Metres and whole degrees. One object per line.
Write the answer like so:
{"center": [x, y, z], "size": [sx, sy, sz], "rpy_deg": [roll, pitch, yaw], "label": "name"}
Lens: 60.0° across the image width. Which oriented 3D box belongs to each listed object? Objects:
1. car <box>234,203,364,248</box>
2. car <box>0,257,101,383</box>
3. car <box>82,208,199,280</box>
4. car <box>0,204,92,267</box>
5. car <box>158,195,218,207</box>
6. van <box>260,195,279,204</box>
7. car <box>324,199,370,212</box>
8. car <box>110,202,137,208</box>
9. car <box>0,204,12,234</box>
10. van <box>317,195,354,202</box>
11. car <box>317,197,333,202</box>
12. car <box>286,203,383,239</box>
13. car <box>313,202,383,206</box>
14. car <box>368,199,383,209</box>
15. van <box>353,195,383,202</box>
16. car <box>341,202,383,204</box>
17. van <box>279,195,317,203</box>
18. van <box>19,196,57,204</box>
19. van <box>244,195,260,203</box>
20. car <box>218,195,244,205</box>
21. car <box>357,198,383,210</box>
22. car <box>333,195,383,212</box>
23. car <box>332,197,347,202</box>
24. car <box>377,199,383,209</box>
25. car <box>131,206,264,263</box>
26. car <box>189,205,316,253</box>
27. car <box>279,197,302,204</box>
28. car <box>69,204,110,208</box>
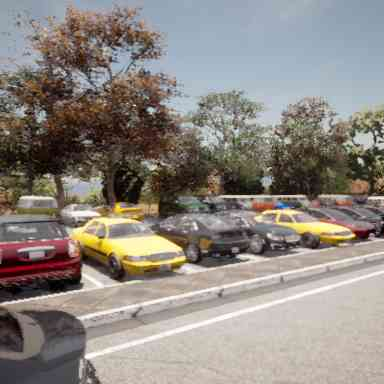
{"center": [4.566, 1.519, 15.218], "size": [1.946, 1.575, 5.366], "rpy_deg": [0, 0, -35], "label": "car"}
{"center": [-2.933, 1.507, 1.593], "size": [4.892, 1.490, 1.837], "rpy_deg": [0, 0, -36], "label": "car"}
{"center": [-2.222, 1.500, 10.392], "size": [1.946, 1.575, 5.366], "rpy_deg": [0, 0, -35], "label": "car"}
{"center": [-4.573, 1.371, 8.909], "size": [2.185, 1.767, 4.553], "rpy_deg": [0, 0, -35], "label": "car"}
{"center": [-0.768, 1.276, 27.668], "size": [2.435, 2.045, 5.566], "rpy_deg": [0, 0, -35], "label": "car"}
{"center": [5.921, 1.321, 32.601], "size": [1.878, 1.987, 4.442], "rpy_deg": [0, 0, -35], "label": "van"}
{"center": [19.542, 1.677, 42.110], "size": [2.163, 1.488, 4.792], "rpy_deg": [1, 0, -35], "label": "car"}
{"center": [-5.298, 1.514, 24.475], "size": [2.097, 1.535, 5.008], "rpy_deg": [0, 0, -35], "label": "car"}
{"center": [-12.072, 1.535, 19.662], "size": [2.002, 1.452, 4.674], "rpy_deg": [0, 0, -35], "label": "car"}
{"center": [17.101, 1.392, 40.552], "size": [1.878, 1.987, 4.442], "rpy_deg": [1, 0, -35], "label": "van"}
{"center": [12.741, 1.605, 37.344], "size": [2.163, 1.488, 4.792], "rpy_deg": [0, 0, -35], "label": "car"}
{"center": [6.738, 1.559, 16.954], "size": [2.163, 1.488, 4.792], "rpy_deg": [0, 0, -35], "label": "car"}
{"center": [9.000, 1.565, 18.563], "size": [2.163, 1.488, 4.792], "rpy_deg": [0, 0, -35], "label": "car"}
{"center": [28.555, 1.810, 48.550], "size": [2.002, 1.452, 4.674], "rpy_deg": [1, 0, -35], "label": "car"}
{"center": [13.441, 1.323, 21.900], "size": [1.878, 1.987, 4.442], "rpy_deg": [0, 0, -35], "label": "van"}
{"center": [11.263, 1.572, 20.172], "size": [2.163, 1.488, 4.792], "rpy_deg": [0, 0, -35], "label": "car"}
{"center": [10.579, 1.337, 35.638], "size": [1.878, 1.987, 4.442], "rpy_deg": [0, 0, -36], "label": "van"}
{"center": [-9.985, 1.275, 21.291], "size": [1.878, 1.987, 4.442], "rpy_deg": [0, 0, -35], "label": "van"}
{"center": [3.798, 1.315, 30.806], "size": [1.878, 1.987, 4.442], "rpy_deg": [0, 0, -35], "label": "van"}
{"center": [1.490, 1.283, 29.273], "size": [2.435, 2.045, 5.566], "rpy_deg": [0, 0, -35], "label": "car"}
{"center": [26.404, 1.736, 46.796], "size": [1.946, 1.575, 5.366], "rpy_deg": [1, 0, -35], "label": "car"}
{"center": [21.768, 1.427, 43.763], "size": [2.435, 2.045, 5.566], "rpy_deg": [1, 0, -35], "label": "car"}
{"center": [14.892, 1.623, 38.873], "size": [2.163, 1.488, 4.792], "rpy_deg": [1, 0, -35], "label": "car"}
{"center": [30.828, 1.830, 50.134], "size": [2.163, 1.488, 4.792], "rpy_deg": [1, 0, -35], "label": "car"}
{"center": [-0.063, 1.511, 12.147], "size": [2.231, 1.521, 4.892], "rpy_deg": [0, 0, -35], "label": "car"}
{"center": [2.192, 1.517, 13.766], "size": [2.231, 1.521, 4.892], "rpy_deg": [0, 0, -35], "label": "car"}
{"center": [8.242, 1.553, 34.116], "size": [2.097, 1.535, 5.008], "rpy_deg": [0, 0, -35], "label": "car"}
{"center": [-7.662, 1.548, 22.804], "size": [2.002, 1.452, 4.674], "rpy_deg": [0, 0, -35], "label": "car"}
